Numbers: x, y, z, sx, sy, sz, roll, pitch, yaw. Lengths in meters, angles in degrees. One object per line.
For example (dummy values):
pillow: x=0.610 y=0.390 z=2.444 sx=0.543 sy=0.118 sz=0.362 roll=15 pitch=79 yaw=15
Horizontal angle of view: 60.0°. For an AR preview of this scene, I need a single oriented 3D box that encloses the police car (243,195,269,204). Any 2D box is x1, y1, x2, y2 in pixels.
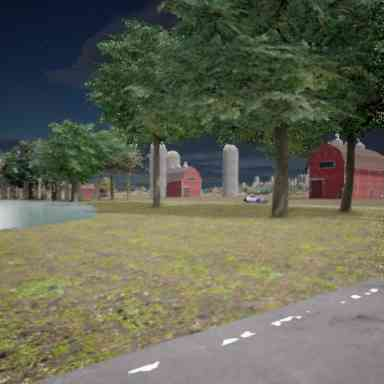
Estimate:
police car: x=11.466 y=1.317 z=59.135 sx=2.038 sy=1.542 sz=4.974 roll=1 pitch=-1 yaw=-35
